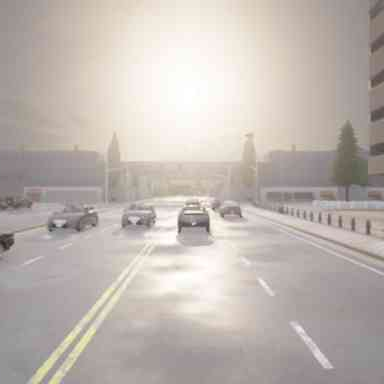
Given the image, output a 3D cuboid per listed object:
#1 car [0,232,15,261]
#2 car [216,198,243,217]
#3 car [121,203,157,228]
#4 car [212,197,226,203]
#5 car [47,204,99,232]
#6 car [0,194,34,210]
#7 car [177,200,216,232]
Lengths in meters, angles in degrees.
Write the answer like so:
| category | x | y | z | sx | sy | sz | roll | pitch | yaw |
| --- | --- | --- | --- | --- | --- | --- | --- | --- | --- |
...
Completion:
| category | x | y | z | sx | sy | sz | roll | pitch | yaw |
| --- | --- | --- | --- | --- | --- | --- | --- | --- | --- |
| car | -7.086 | 1.607 | 9.331 | 1.895 | 1.301 | 4.718 | 0 | 0 | 0 |
| car | 3.520 | 1.547 | 30.961 | 1.812 | 1.442 | 4.674 | 0 | 0 | 0 |
| car | -3.495 | 1.525 | 22.503 | 2.128 | 1.511 | 4.902 | 0 | 0 | 0 |
| car | 3.552 | 1.382 | 42.306 | 2.097 | 1.767 | 4.553 | 0 | 0 | 1 |
| car | -7.076 | 1.506 | 20.194 | 2.128 | 1.511 | 4.902 | 0 | 0 | 0 |
| car | -21.040 | 1.181 | 40.088 | 1.932 | 1.855 | 4.605 | 0 | 0 | 0 |
| car | 0.104 | 1.505 | 20.319 | 2.128 | 1.511 | 4.902 | 0 | 0 | 0 |
